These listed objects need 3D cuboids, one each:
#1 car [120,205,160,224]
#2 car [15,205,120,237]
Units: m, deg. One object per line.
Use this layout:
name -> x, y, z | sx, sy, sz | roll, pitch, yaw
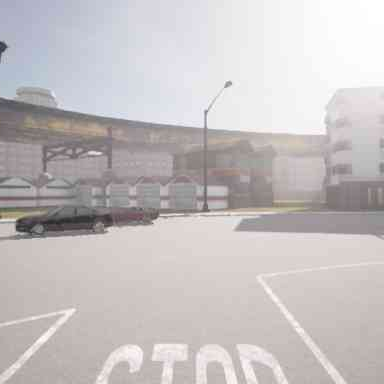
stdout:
car -> -4.761, 1.586, 23.193 | 4.718, 1.301, 1.895 | 0, 0, -26
car -> -6.775, 1.466, 18.082 | 5.008, 1.535, 1.882 | 0, -1, -32
